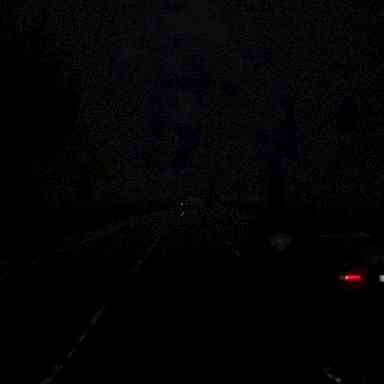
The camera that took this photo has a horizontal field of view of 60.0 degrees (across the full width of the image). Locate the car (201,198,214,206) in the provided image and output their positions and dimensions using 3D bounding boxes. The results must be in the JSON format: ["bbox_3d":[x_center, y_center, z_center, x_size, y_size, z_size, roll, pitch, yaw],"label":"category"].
[{"bbox_3d":[3.497,2.095,67.571,2.128,1.511,4.902,0,-1,0],"label":"car"}]

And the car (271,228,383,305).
[{"bbox_3d":[3.498,1.624,8.478,2.033,1.411,5.357,0,-1,0],"label":"car"}]

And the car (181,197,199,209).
[{"bbox_3d":[-0.541,1.829,53.460,2.097,1.767,4.553,0,-1,5],"label":"car"}]
